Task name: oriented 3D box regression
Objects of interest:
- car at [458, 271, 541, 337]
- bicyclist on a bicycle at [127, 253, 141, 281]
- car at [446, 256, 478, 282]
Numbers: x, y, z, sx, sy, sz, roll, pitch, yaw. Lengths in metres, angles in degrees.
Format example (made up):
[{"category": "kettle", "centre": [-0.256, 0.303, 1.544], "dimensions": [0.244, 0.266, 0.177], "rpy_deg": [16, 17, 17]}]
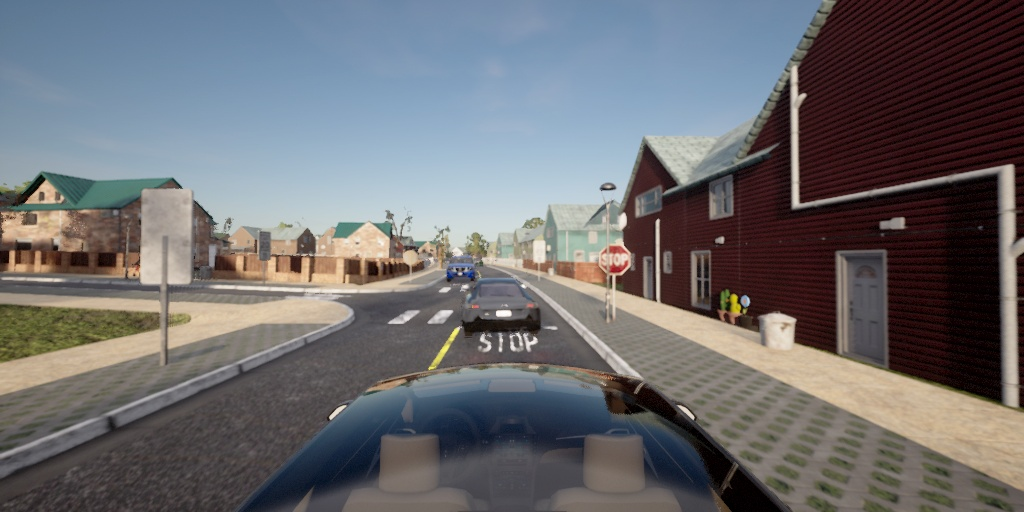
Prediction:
[{"category": "car", "centre": [-0.478, 1.320, 10.415], "dimensions": [1.994, 1.385, 4.181], "rpy_deg": [0, 0, -8]}, {"category": "bicyclist on a bicycle", "centre": [-21.750, 0.646, 21.173], "dimensions": [0.582, 1.620, 1.656], "rpy_deg": [1, 0, 8]}, {"category": "car", "centre": [-4.103, 0.986, 29.443], "dimensions": [2.150, 2.045, 5.566], "rpy_deg": [0, 0, -5]}]
